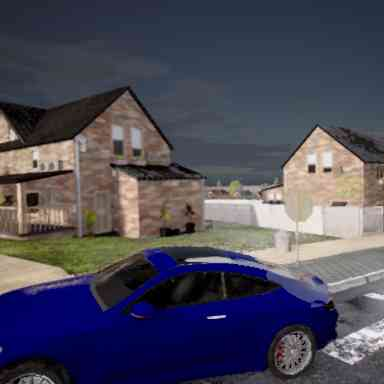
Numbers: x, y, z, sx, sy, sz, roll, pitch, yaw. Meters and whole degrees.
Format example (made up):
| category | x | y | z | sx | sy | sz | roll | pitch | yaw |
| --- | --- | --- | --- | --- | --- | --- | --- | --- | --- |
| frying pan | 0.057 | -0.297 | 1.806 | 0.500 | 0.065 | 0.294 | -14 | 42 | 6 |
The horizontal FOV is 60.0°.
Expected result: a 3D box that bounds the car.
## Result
| category | x | y | z | sx | sy | sz | roll | pitch | yaw |
| --- | --- | --- | --- | --- | --- | --- | --- | --- | --- |
| car | -0.282 | 1.496 | 4.369 | 4.674 | 1.442 | 1.812 | 2 | 2 | -19 |
